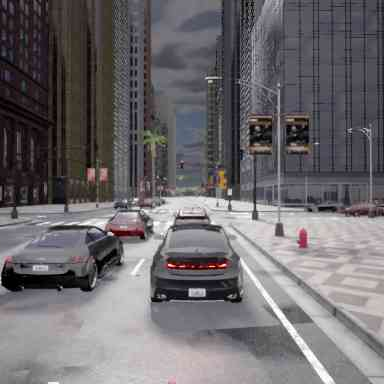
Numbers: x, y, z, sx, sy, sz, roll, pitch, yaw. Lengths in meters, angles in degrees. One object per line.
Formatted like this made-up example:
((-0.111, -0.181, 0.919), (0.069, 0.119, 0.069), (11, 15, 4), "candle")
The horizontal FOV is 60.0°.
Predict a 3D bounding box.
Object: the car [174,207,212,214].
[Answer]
((0.028, 1.530, 17.556), (2.128, 1.511, 4.902), (0, 0, 0), "car")

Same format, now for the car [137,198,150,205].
((-9.837, 1.927, 67.780), (1.994, 1.385, 4.181), (0, 0, 1), "car")

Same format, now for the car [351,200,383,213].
((20.779, 1.644, 37.892), (4.313, 1.339, 1.947), (0, 0, -1), "car")

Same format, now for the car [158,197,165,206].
((-6.643, 1.656, 60.106), (2.097, 1.767, 4.553), (0, 0, 0), "car")

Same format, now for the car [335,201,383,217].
((15.280, 1.578, 29.274), (4.206, 1.307, 1.802), (0, 0, -1), "car")

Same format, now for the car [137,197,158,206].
((-6.657, 1.710, 50.068), (1.882, 1.535, 5.008), (0, 0, 0), "car")

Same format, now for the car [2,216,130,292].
((-3.166, 1.576, 9.010), (1.994, 1.385, 4.181), (0, 0, 1), "car")

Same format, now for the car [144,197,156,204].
((-9.847, 1.991, 78.374), (2.033, 1.411, 5.357), (0, 0, 0), "car")

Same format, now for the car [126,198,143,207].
((-9.903, 1.779, 57.894), (2.128, 1.511, 4.902), (0, 0, 0), "car")

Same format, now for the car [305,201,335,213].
((15.139, 1.663, 37.798), (4.313, 1.339, 1.947), (0, 0, -1), "car")

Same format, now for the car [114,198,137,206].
((-9.908, 1.768, 48.339), (2.033, 1.411, 5.357), (0, 0, 0), "car")

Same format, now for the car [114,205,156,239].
((-3.170, 1.602, 17.409), (1.994, 1.385, 4.181), (0, 0, 0), "car")

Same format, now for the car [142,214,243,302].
((0.091, 1.515, 8.234), (1.837, 1.490, 4.892), (0, 0, 0), "car")
